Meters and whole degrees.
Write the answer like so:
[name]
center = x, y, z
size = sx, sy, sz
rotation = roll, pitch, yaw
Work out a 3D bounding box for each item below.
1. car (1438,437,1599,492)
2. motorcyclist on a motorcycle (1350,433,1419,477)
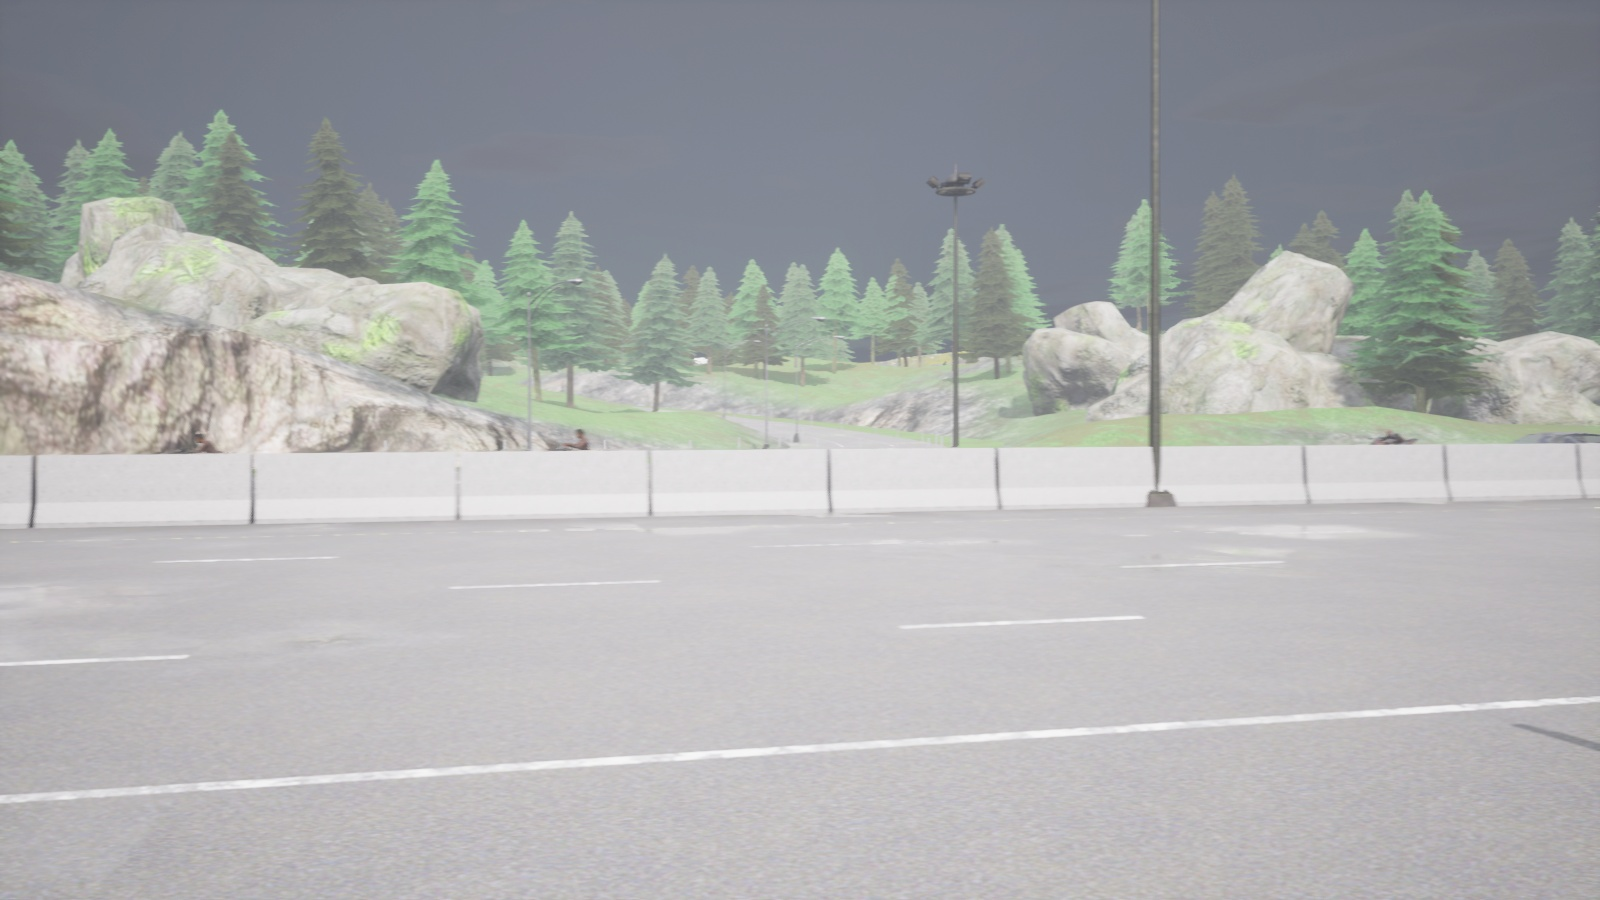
[car]
center = 20.458, 0.366, 34.290
size = 5.357, 1.411, 2.033
rotation = 0, 1, -13
[motorcyclist on a motorcycle]
center = 21.038, 0.172, 45.201
size = 2.191, 1.530, 0.866
rotation = 0, 1, -13
